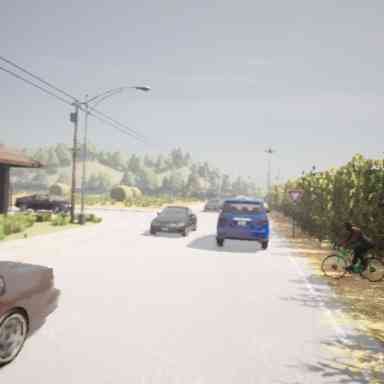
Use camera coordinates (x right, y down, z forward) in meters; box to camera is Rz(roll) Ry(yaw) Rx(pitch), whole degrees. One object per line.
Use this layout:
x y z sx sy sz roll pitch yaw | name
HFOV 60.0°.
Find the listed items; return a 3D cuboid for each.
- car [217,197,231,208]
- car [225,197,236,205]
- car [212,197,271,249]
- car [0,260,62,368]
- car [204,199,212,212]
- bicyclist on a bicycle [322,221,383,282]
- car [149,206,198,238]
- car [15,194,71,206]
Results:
5.277 1.679 53.640 1.837 1.490 4.892 2 0 10 | car
8.000 1.806 68.860 2.033 1.411 5.357 2 0 10 | car
2.426 1.311 15.443 2.150 2.045 5.566 2 0 11 | car
-3.334 1.405 2.982 2.033 1.411 5.357 2 0 10 | car
2.647 1.582 39.078 1.837 1.490 4.892 2 0 13 | car
4.412 1.621 9.054 1.656 1.620 0.582 2 0 10 | bicyclist on a bicycle
-0.827 1.476 17.844 1.812 1.442 4.674 2 0 10 | car
-12.069 0.936 27.422 4.902 1.511 2.128 2 0 9 | car
